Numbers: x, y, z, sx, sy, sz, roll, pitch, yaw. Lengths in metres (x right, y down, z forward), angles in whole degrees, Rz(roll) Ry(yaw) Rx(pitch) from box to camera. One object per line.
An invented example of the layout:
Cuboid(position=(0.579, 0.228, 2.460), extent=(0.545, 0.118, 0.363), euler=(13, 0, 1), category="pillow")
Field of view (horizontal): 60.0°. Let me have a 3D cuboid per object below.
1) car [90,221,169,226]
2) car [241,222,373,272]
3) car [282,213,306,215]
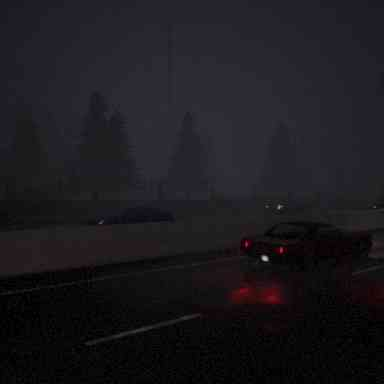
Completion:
Cuboid(position=(-3.355, 1.490, 18.799), extent=(5.008, 1.535, 1.882), euler=(0, 0, -36), category="car")
Cuboid(position=(3.899, 1.616, 10.829), extent=(4.718, 1.301, 1.895), euler=(0, 0, -36), category="car")
Cuboid(position=(9.089, 1.392, 31.976), extent=(4.553, 1.767, 2.097), euler=(0, 0, -35), category="car")
